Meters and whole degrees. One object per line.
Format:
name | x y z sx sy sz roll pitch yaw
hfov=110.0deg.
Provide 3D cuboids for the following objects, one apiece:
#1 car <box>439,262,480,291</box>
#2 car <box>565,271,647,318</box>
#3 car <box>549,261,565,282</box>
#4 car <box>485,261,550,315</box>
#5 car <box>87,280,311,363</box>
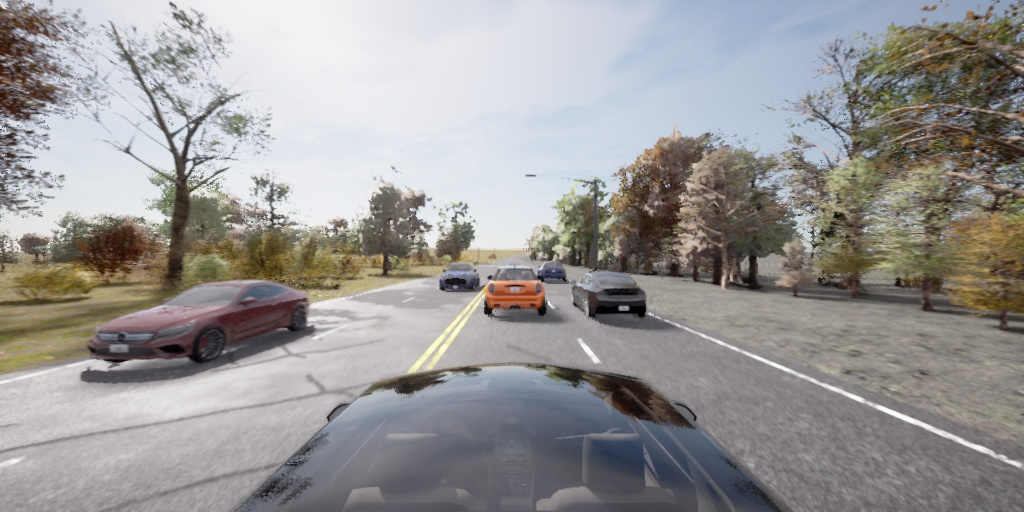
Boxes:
car | -3.259 1.203 22.942 2.097 1.767 4.553 0 0 0
car | 3.350 1.308 13.176 1.837 1.490 4.892 -1 0 0
car | 3.354 1.236 31.011 2.097 1.767 4.553 0 0 0
car | 0.102 1.159 14.092 2.097 1.767 4.553 0 0 0
car | -6.591 1.308 8.349 1.812 1.442 4.674 0 0 0
